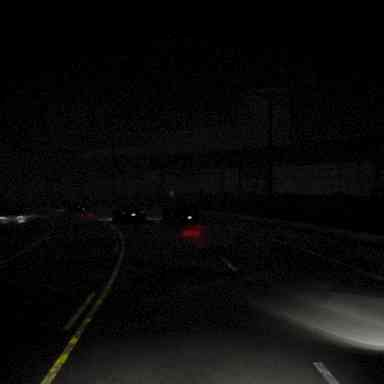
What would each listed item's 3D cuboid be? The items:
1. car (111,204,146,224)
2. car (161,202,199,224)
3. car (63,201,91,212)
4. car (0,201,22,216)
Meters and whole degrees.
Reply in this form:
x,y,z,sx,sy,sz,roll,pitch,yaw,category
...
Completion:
x,y,z,sx,sy,sz,roll,pitch,yaw,category
-4.934,1.613,25.576,1.994,1.385,4.181,-1,0,-22,car
-1.014,1.515,25.283,1.837,1.490,4.892,0,0,-21,car
-14.061,1.740,40.475,1.895,1.301,4.718,-1,0,-40,car
-20.300,1.732,36.702,1.882,1.535,5.008,-1,0,-42,car
